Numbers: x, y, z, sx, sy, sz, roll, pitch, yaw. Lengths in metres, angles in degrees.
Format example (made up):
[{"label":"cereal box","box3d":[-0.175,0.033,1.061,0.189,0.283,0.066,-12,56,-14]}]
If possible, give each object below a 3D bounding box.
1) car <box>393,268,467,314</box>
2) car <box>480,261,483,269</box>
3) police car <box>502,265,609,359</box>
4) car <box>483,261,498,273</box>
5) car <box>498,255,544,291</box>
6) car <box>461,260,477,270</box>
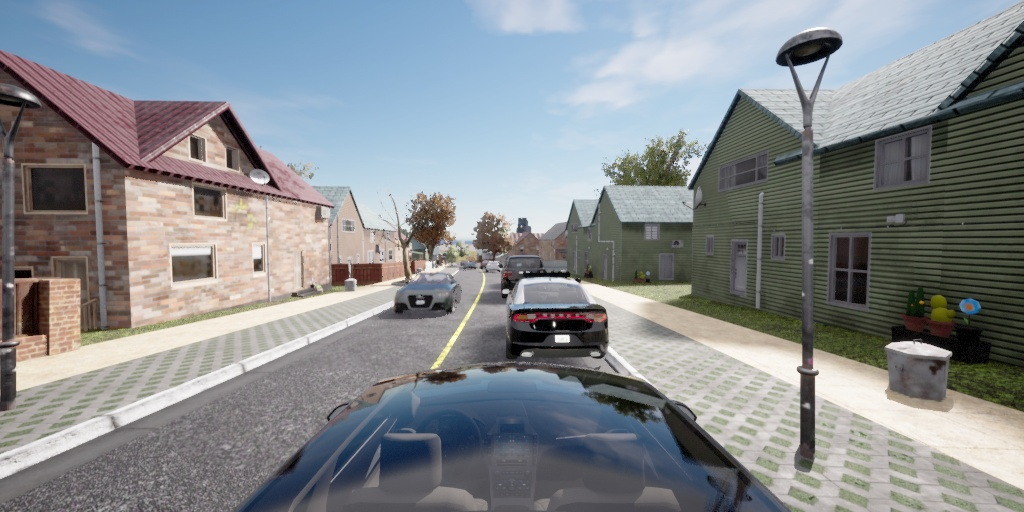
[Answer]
[{"label":"car","box3d":[-3.038,1.323,13.672,1.994,1.385,4.181,0,0,-2]},{"label":"car","box3d":[-4.421,1.508,61.482,1.812,1.442,4.674,0,0,-9]},{"label":"police car","box3d":[0.799,1.174,8.547,1.930,1.638,5.238,0,0,-1]},{"label":"car","box3d":[-2.540,1.410,47.603,1.812,1.442,4.674,0,0,-6]},{"label":"car","box3d":[0.520,0.987,18.528,2.150,2.045,5.566,0,0,-2]},{"label":"car","box3d":[-6.639,1.528,56.577,1.994,1.385,4.181,0,0,-8]}]
